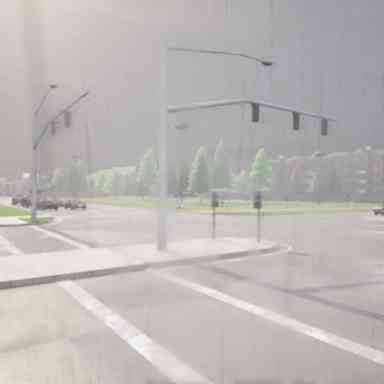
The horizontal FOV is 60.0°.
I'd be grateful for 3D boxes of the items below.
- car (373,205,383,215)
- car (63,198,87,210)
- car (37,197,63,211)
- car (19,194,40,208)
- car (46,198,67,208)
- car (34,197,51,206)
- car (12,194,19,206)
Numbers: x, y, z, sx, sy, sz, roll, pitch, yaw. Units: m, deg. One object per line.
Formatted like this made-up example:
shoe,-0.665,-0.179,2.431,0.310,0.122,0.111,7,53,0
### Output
car,23.177,2.091,38.981,4.718,1.301,1.895,1,0,-36
car,-15.669,1.632,44.605,2.128,1.511,4.902,1,0,-36
car,-18.471,1.699,42.504,1.895,1.301,4.718,1,0,-36
car,-24.194,1.315,50.371,2.150,2.045,5.566,1,0,-36
car,-21.445,1.700,52.537,1.994,1.385,4.181,1,0,-36
car,-27.268,1.696,60.621,1.994,1.385,4.181,1,0,-36
car,-30.345,1.311,58.906,2.150,2.045,5.566,1,0,-36
